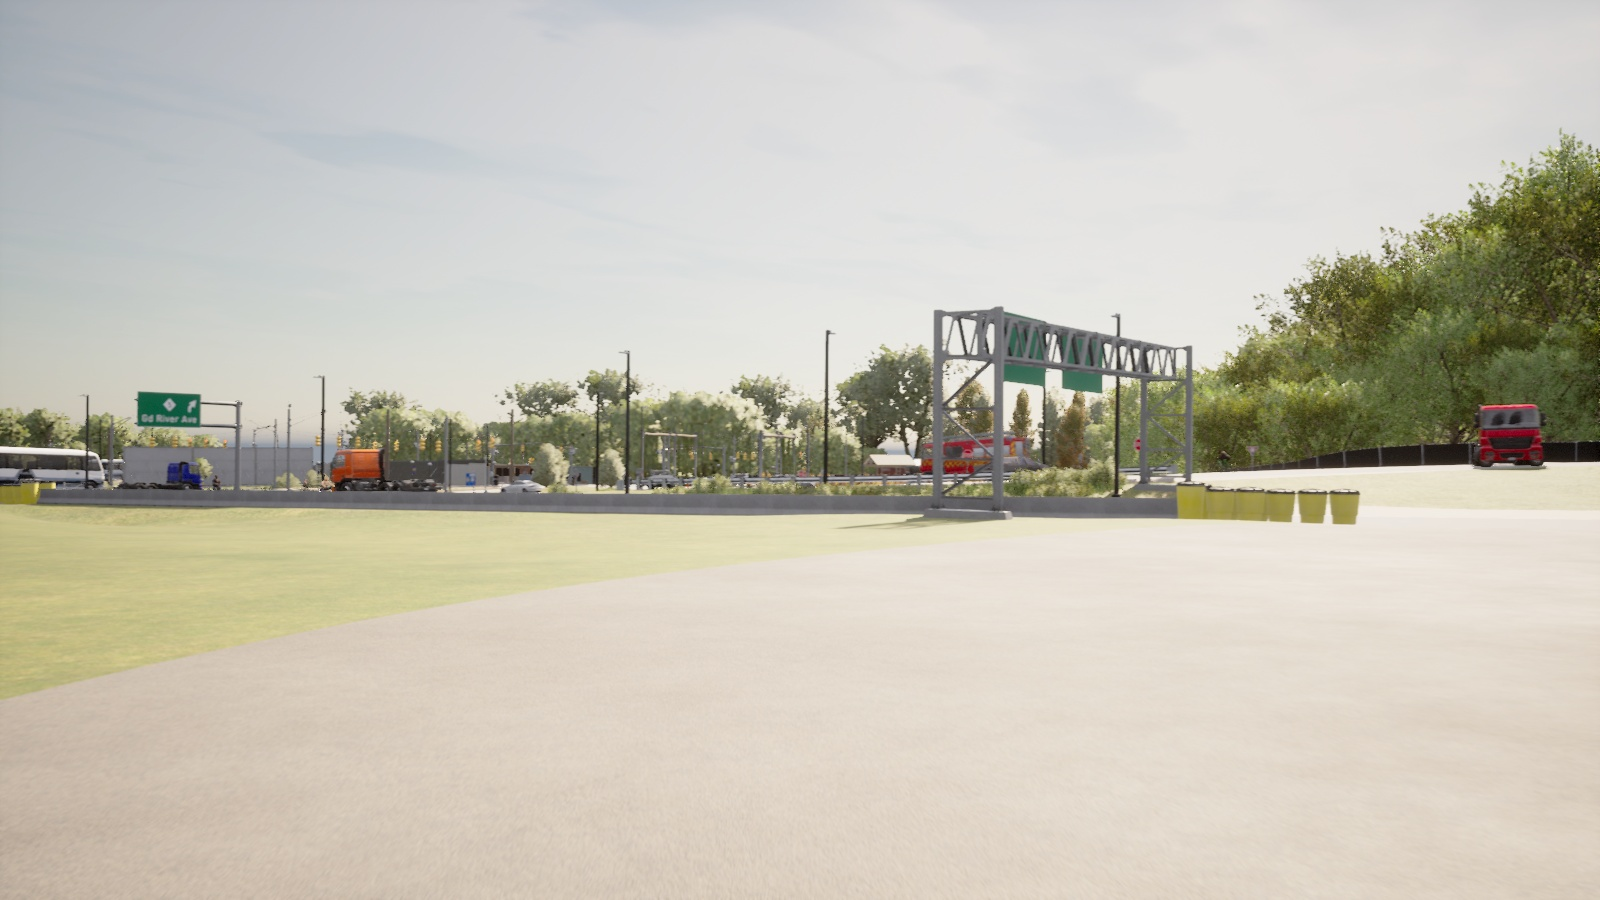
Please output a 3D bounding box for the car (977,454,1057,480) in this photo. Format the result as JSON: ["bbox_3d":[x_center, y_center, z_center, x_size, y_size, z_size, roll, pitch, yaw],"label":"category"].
[{"bbox_3d":[13.052,1.015,75.409,2.033,1.411,5.357,-4,-3,43],"label":"car"}]

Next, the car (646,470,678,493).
[{"bbox_3d":[-9.698,2.211,87.877,1.816,1.474,4.193,0,-2,-12],"label":"car"}]

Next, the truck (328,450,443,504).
[{"bbox_3d":[-27.900,1.813,84.422,7.936,3.462,2.891,-1,-1,32],"label":"truck"}]

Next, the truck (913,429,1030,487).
[{"bbox_3d":[13.282,0.662,97.777,8.468,3.827,2.891,-5,-3,39],"label":"truck"}]

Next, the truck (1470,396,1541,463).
[{"bbox_3d":[39.544,-1.106,70.553,2.891,3.462,7.936,-2,-1,26],"label":"truck"}]
